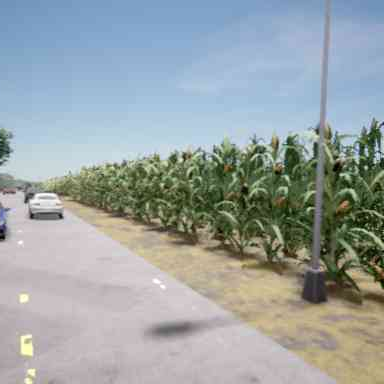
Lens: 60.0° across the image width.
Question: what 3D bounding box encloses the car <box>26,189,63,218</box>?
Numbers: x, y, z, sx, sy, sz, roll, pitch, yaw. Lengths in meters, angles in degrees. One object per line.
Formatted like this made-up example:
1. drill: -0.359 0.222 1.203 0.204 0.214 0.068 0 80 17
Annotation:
1. car: -9.262 0.780 21.035 1.812 1.442 4.674 2 1 -27

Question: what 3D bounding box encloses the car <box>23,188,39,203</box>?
1. car: -16.596 0.346 35.021 1.837 1.490 4.892 2 1 -27

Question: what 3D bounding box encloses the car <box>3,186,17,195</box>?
1. car: -34.394 -0.350 62.862 2.097 1.767 4.553 2 0 -28

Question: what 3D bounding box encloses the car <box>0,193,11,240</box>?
1. car: -8.279 0.949 13.115 1.812 1.442 4.674 2 1 -28
